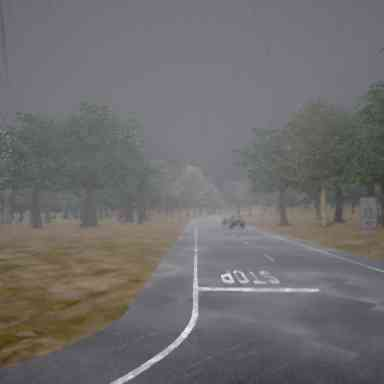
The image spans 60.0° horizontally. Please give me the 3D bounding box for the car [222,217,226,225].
[{"bbox_3d":[6.051,4.729,54.518,2.033,1.411,5.357,0,-4,1],"label":"car"}]

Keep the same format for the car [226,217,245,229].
[{"bbox_3d":[5.925,4.061,44.186,1.837,1.490,4.892,0,-3,1],"label":"car"}]
